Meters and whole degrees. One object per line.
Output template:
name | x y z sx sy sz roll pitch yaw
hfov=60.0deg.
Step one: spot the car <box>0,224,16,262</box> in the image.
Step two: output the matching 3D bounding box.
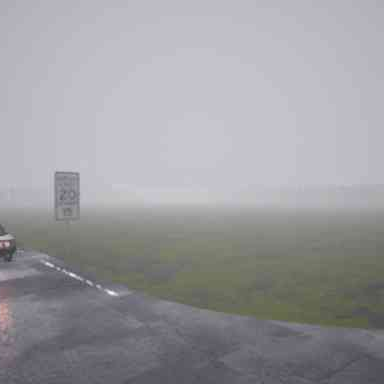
car | -7.673 1.694 11.797 1.895 1.301 4.718 0 0 -37
